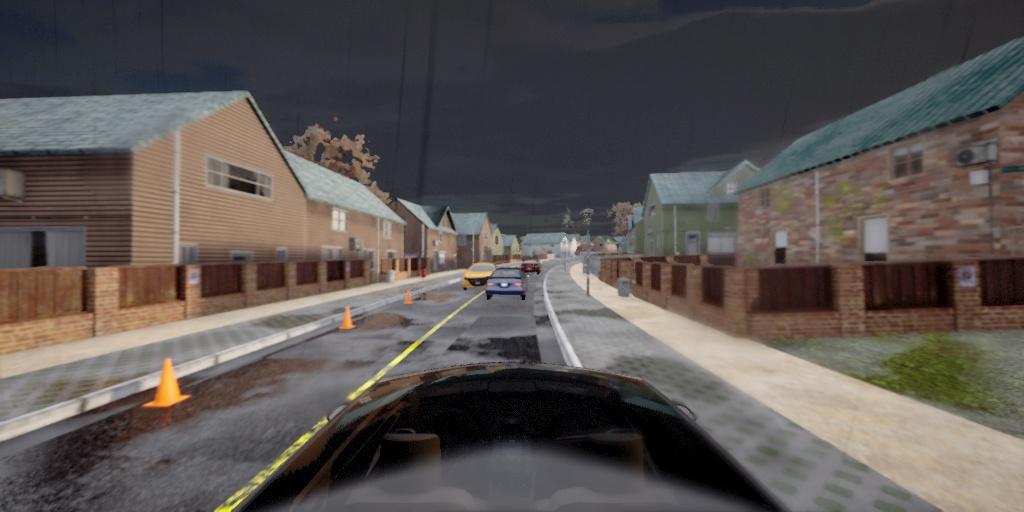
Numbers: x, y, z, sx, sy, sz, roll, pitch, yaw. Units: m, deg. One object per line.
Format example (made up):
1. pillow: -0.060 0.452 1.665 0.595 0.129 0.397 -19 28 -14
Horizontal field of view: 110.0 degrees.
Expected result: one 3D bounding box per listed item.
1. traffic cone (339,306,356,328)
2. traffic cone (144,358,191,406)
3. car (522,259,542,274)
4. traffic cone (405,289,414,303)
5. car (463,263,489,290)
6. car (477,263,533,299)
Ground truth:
1. traffic cone: -4.569 1.687 9.957 0.340 0.580 0.340 0 0 2
2. traffic cone: -4.707 1.695 4.907 0.340 0.580 0.340 0 0 1
3. car: 2.031 1.043 36.974 1.882 1.535 5.008 0 1 9
4. traffic cone: -4.326 1.672 15.001 0.340 0.580 0.340 0 0 3
5. car: -1.742 1.164 21.862 1.882 1.535 5.008 0 0 3
6. car: -0.154 1.257 17.655 2.033 1.411 5.357 0 0 4
